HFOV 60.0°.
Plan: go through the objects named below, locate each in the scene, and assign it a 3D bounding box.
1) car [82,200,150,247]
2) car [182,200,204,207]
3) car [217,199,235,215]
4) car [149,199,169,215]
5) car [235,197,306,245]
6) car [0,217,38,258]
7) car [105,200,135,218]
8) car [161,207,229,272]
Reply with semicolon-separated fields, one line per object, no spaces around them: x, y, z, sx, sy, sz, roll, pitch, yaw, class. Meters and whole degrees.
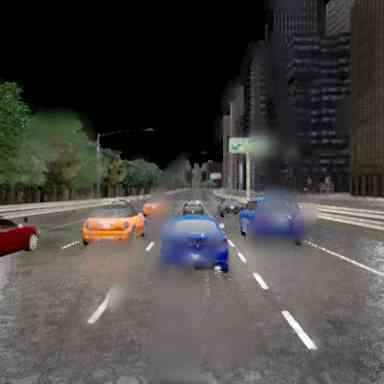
-3.415;1.389;15.432;2.097;1.767;4.553;0;0;0;car
0.103;1.556;32.265;2.128;1.511;4.902;0;0;0;car
3.603;1.417;31.992;2.097;1.767;4.553;0;0;0;car
-3.398;1.416;31.978;2.097;1.767;4.553;0;0;0;car
3.587;1.260;15.782;2.150;2.045;5.566;0;0;0;car
-6.922;1.505;10.961;1.882;1.535;5.008;0;0;0;car
-6.896;1.569;32.349;1.837;1.490;4.892;0;0;0;car
0.085;1.505;10.939;1.882;1.535;5.008;0;0;0;car
